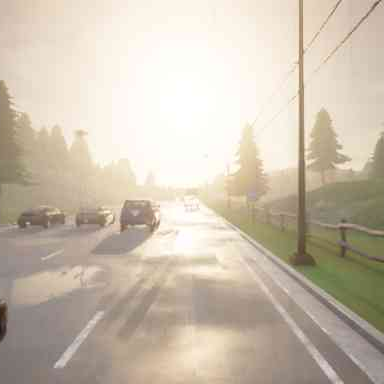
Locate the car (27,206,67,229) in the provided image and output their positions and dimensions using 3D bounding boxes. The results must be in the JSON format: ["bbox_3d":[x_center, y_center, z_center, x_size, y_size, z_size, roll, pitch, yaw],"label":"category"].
[{"bbox_3d":[-10.405,1.738,23.503,1.837,1.490,4.892,0,0,0],"label":"car"}]

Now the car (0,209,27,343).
[{"bbox_3d":[-3.404,1.243,1.843,2.150,2.045,5.566,0,0,0],"label":"car"}]

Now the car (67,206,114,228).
[{"bbox_3d":[-6.905,1.729,24.145,2.128,1.511,4.902,0,0,0],"label":"car"}]

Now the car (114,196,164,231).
[{"bbox_3d":[-3.404,1.445,22.640,2.150,2.045,5.566,0,0,0],"label":"car"}]

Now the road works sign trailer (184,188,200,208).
[{"bbox_3d":[-0.014,1.028,57.872,2.380,3.560,2.880,0,-1,0],"label":"road works sign trailer"}]
